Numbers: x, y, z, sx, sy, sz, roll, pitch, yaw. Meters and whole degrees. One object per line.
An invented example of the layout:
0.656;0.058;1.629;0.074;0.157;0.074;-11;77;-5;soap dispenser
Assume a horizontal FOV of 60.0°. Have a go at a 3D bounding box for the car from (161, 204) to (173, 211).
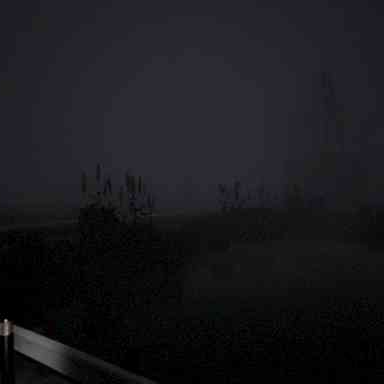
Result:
-5.403;3.022;60.679;2.097;1.767;4.553;-2;-1;34;car
